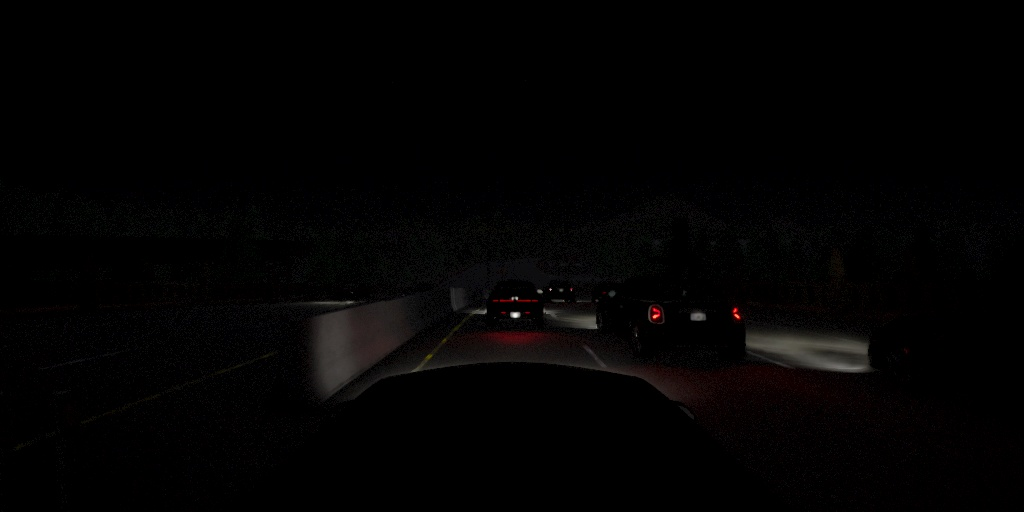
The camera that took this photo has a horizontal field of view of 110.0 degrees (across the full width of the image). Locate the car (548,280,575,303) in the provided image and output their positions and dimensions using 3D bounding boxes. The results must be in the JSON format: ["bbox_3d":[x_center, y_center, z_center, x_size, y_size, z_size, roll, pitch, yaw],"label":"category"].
[{"bbox_3d":[3.606,2.745,28.428,2.097,1.767,4.553,0,-5,0],"label":"car"}]

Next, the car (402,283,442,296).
[{"bbox_3d":[-7.079,2.848,27.853,1.837,1.490,4.892,0,-5,0],"label":"car"}]

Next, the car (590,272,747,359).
[{"bbox_3d":[3.601,1.287,9.050,2.097,1.767,4.553,0,-2,0],"label":"car"}]

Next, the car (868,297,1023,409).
[{"bbox_3d":[7.100,1.139,4.178,2.097,1.767,4.553,0,-1,0],"label":"car"}]

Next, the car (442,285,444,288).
[{"bbox_3d":[-10.505,4.704,49.971,2.097,1.767,4.553,0,-5,0],"label":"car"}]

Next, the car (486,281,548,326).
[{"bbox_3d":[0.102,1.648,13.257,1.837,1.490,4.892,0,-3,0],"label":"car"}]

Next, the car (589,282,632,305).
[{"bbox_3d":[7.105,2.721,26.476,1.837,1.490,4.892,0,-5,0],"label":"car"}]

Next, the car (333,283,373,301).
[{"bbox_3d":[-14.073,3.199,32.019,1.882,1.535,5.008,0,-5,0],"label":"car"}]
